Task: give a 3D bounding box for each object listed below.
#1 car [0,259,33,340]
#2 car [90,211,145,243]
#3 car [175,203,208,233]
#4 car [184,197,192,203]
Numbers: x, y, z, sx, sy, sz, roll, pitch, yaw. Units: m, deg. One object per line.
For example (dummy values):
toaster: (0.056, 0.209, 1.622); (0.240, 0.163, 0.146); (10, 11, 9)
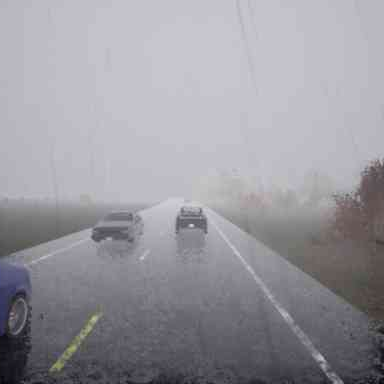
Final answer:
car: (-3.607, 1.549, 3.913); (1.812, 1.442, 4.674); (0, 0, 0)
car: (-3.618, 1.676, 17.205); (2.033, 1.411, 5.357); (0, 0, 0)
car: (-0.046, 1.660, 20.833); (2.128, 1.511, 4.902); (0, 0, 0)
car: (-1.095, 2.220, 86.134); (1.837, 1.490, 4.892); (0, -1, -2)
